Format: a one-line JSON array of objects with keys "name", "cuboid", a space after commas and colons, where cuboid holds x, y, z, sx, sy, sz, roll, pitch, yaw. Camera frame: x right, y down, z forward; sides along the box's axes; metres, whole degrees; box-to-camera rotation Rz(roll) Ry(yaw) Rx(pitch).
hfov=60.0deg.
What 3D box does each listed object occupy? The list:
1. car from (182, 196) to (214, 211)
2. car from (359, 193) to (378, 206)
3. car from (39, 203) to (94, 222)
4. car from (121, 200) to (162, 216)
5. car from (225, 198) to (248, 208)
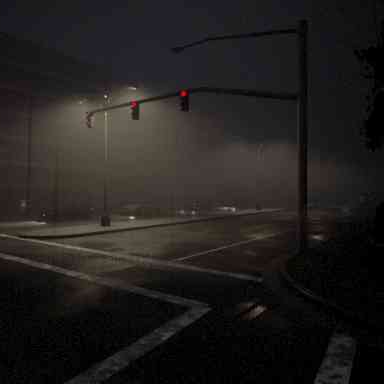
[{"name": "car", "cuboid": [0.772, 1.352, 41.376, 2.097, 1.767, 4.553, 0, 0, 36]}, {"name": "car", "cuboid": [28.728, 1.221, 54.042, 2.150, 2.045, 5.566, 0, 0, 36]}, {"name": "car", "cuboid": [-9.952, 1.564, 26.600, 1.994, 1.385, 4.181, 0, 0, 36]}, {"name": "car", "cuboid": [-4.960, 1.524, 33.480, 1.812, 1.442, 4.674, 0, 0, 36]}, {"name": "car", "cuboid": [6.611, 1.564, 49.404, 1.994, 1.385, 4.181, 0, 0, 36]}]
